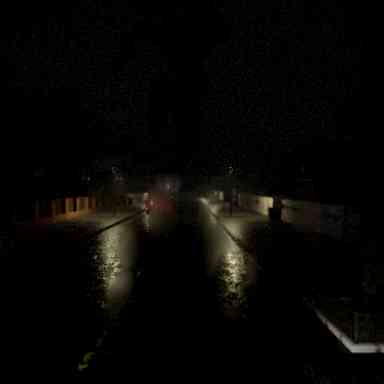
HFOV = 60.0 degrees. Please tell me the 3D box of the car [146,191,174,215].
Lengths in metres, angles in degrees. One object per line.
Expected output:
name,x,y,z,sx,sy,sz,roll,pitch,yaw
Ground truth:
car,-2.850,0.928,30.408,2.150,2.045,5.566,0,0,0
